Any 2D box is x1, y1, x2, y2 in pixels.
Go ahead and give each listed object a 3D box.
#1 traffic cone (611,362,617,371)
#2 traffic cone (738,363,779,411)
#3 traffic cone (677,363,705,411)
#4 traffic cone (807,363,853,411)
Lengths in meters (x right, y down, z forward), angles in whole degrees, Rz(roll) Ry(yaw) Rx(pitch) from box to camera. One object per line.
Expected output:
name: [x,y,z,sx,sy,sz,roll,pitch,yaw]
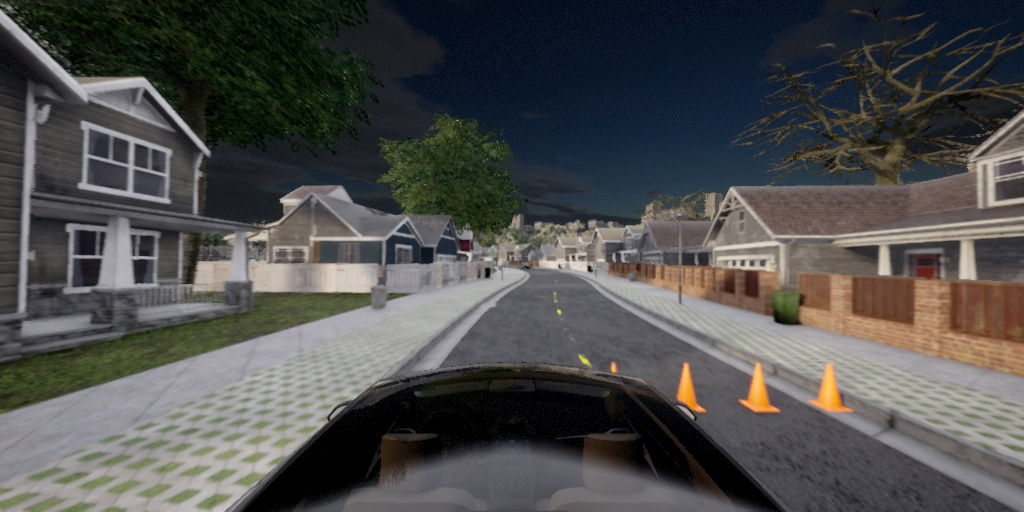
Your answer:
traffic cone: [1.380,1.747,4.873,0.340,0.580,0.340,0,0,-1]
traffic cone: [3.379,1.769,4.922,0.340,0.580,0.340,0,0,-1]
traffic cone: [2.379,1.758,4.898,0.340,0.580,0.340,0,0,-1]
traffic cone: [4.379,1.781,4.947,0.340,0.580,0.340,0,0,-1]
